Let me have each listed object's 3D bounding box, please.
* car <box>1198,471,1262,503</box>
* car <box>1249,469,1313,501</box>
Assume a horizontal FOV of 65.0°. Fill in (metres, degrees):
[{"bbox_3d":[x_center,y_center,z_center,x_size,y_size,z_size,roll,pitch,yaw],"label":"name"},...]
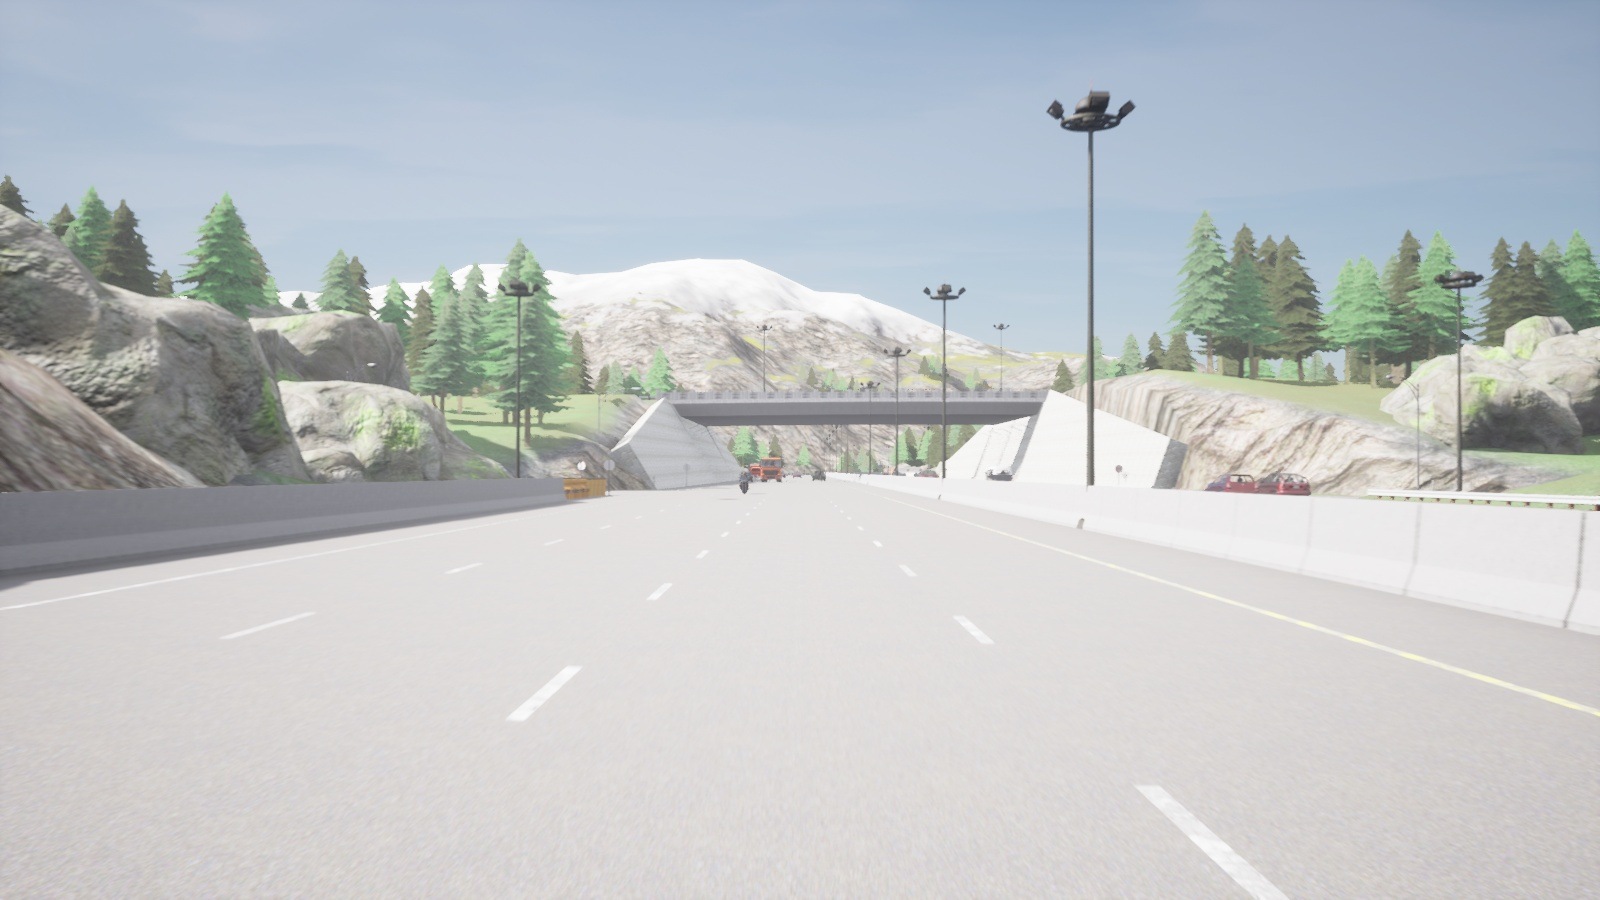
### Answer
[{"bbox_3d":[20.852,1.764,61.069,1.845,1.501,3.633,0,-1,0],"label":"car"},{"bbox_3d":[24.345,1.758,63.688,1.789,1.549,3.705,0,-1,0],"label":"car"}]
